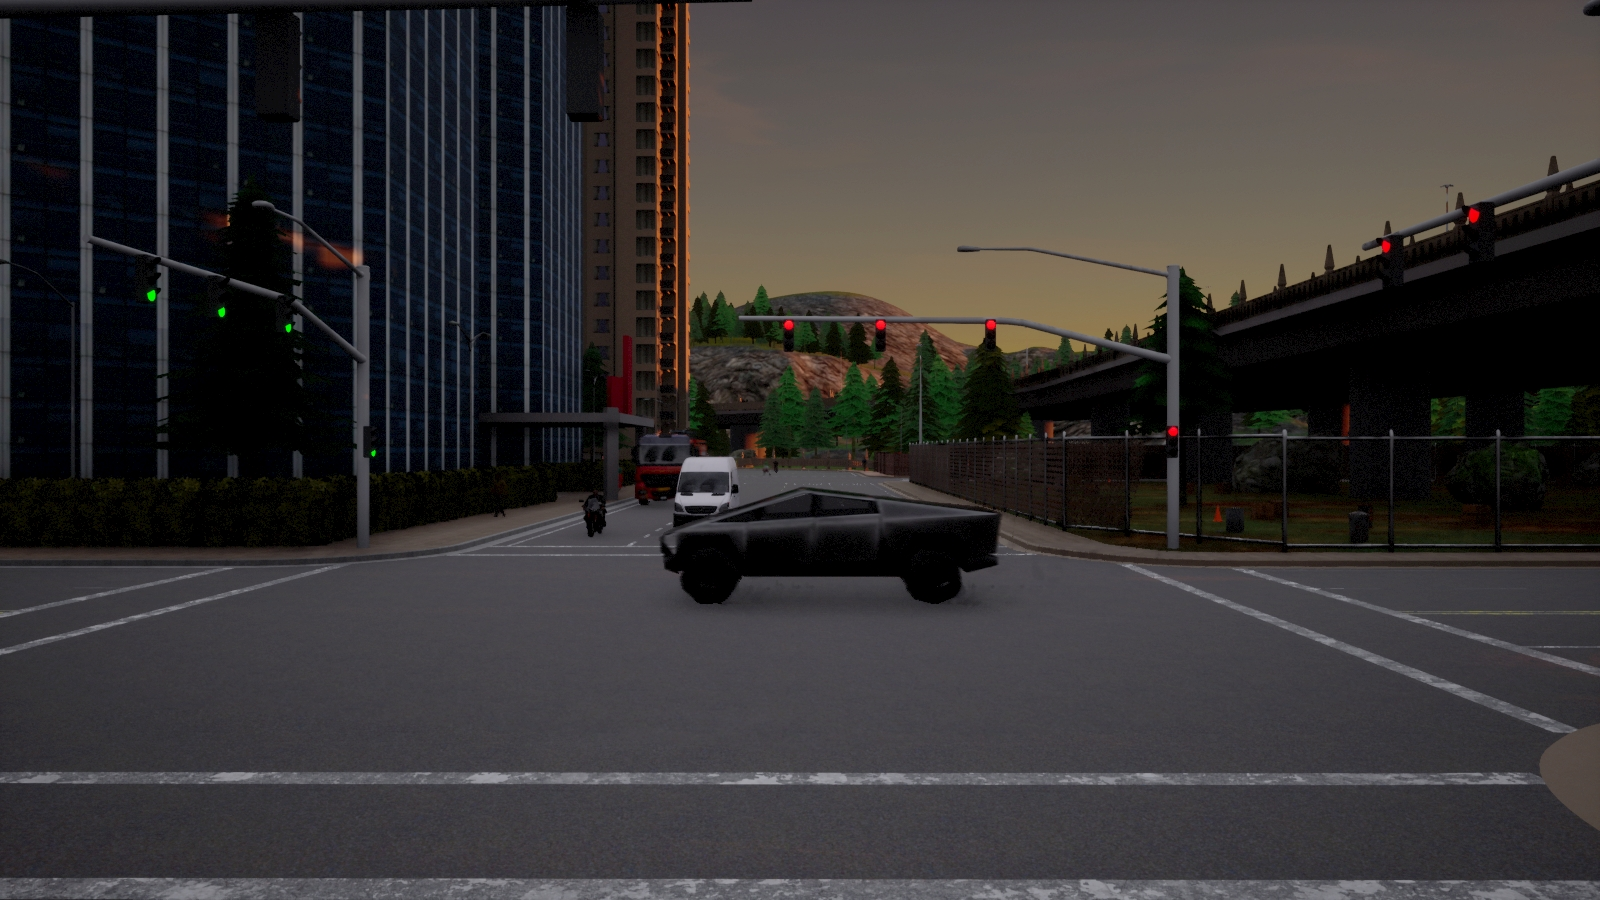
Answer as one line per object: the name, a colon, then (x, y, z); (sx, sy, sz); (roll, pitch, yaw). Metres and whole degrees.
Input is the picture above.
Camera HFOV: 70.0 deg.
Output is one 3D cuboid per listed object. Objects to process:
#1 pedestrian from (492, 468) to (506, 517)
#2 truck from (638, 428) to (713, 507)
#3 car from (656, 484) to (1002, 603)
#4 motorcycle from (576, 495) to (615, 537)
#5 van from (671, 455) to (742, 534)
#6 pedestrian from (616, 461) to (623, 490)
pedestrian: (-11.576, 1.642, 43.990); (0.375, 1.860, 0.375); (0, 0, 15)
truck: (-6.338, 0.835, 59.477); (2.891, 3.827, 8.468); (0, 0, 0)
car: (0.528, 1.726, 21.868); (6.274, 2.098, 2.390); (0, 0, 0)
motorcycle: (-6.735, 2.150, 37.693); (0.867, 1.251, 2.209); (0, 0, 0)
van: (-3.226, 1.479, 40.346); (1.988, 2.561, 5.915); (0, 0, 0)
pedestrian: (-11.536, 1.641, 72.915); (0.375, 1.860, 0.375); (0, 0, 0)
